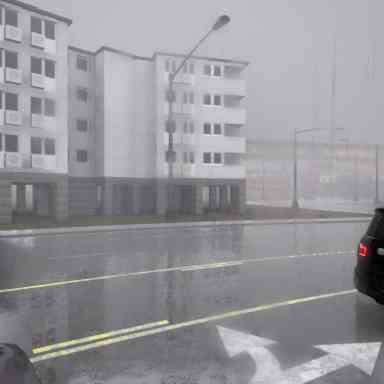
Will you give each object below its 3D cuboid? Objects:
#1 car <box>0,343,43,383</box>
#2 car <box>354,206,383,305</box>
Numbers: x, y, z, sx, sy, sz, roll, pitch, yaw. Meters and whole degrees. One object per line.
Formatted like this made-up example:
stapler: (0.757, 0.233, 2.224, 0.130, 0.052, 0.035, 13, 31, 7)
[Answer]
car: (-3.341, 1.548, 1.221, 5.357, 1.411, 2.033, 0, 0, -37)
car: (5.671, 1.219, 6.277, 5.566, 2.045, 2.150, 0, 0, -23)
